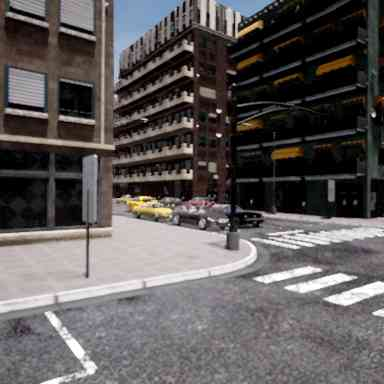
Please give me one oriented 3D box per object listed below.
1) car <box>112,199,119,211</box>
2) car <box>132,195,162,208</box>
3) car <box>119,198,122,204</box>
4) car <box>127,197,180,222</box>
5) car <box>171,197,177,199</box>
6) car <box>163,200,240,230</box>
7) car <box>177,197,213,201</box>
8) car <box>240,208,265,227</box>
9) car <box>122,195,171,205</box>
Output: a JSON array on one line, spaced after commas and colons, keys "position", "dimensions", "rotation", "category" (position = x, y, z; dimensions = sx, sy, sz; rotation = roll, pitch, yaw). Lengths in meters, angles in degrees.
[{"position": [-9.392, 1.196, 33.552], "dimensions": [1.887, 1.381, 4.507], "rotation": [2, 0, -36], "category": "car"}, {"position": [-5.871, 1.201, 42.957], "dimensions": [2.008, 1.369, 4.403], "rotation": [2, 0, -36], "category": "car"}, {"position": [-9.246, 1.096, 47.597], "dimensions": [1.752, 1.417, 4.829], "rotation": [2, 0, -36], "category": "car"}, {"position": [-2.741, 1.335, 24.410], "dimensions": [1.752, 1.417, 4.829], "rotation": [2, 0, -36], "category": "car"}, {"position": [-2.597, 1.278, 38.455], "dimensions": [2.008, 1.369, 4.403], "rotation": [2, 0, -36], "category": "car"}, {"position": [0.434, 1.436, 20.045], "dimensions": [2.008, 1.369, 4.403], "rotation": [2, 0, -36], "category": "car"}, {"position": [0.682, 1.245, 33.953], "dimensions": [1.967, 1.590, 4.097], "rotation": [2, 0, -36], "category": "car"}, {"position": [2.459, 1.508, 21.660], "dimensions": [1.895, 1.301, 4.718], "rotation": [1, 0, -37], "category": "car"}, {"position": [-4.340, 1.223, 30.996], "dimensions": [1.882, 1.535, 5.008], "rotation": [1, 1, -36], "category": "car"}]
